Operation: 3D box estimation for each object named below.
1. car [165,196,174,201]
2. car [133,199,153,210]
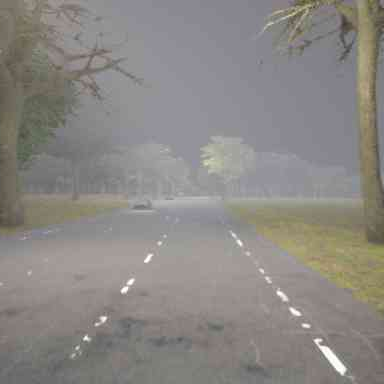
[{"bbox_3d":[-5.340,1.486,78.401,1.895,1.301,4.718,-1,0,1],"label":"car"},{"bbox_3d":[-6.109,1.537,41.745,1.994,1.385,4.181,-1,0,1],"label":"car"}]
